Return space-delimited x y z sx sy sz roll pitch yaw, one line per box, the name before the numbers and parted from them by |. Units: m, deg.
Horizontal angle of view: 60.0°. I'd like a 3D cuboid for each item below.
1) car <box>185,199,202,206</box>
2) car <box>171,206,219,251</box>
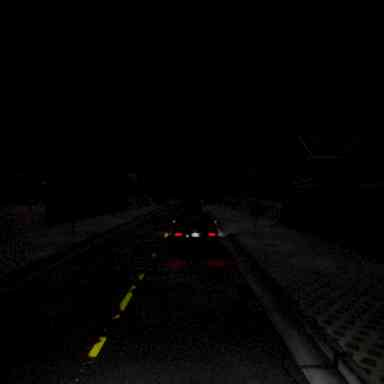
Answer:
car | 0.160 1.600 40.143 2.128 1.511 4.902 0 0 0
car | 0.116 1.554 14.149 2.033 1.411 5.357 0 0 0
